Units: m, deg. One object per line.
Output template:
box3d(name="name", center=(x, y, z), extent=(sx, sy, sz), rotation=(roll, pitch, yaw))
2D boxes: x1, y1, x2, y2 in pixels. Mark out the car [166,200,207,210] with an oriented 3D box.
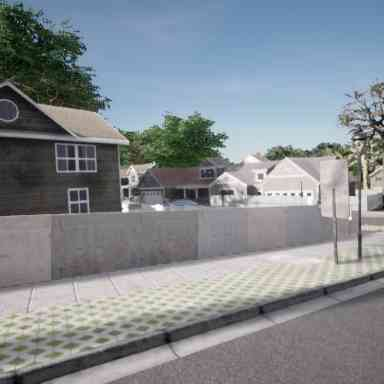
box3d(name="car", center=(-0.599, 1.594, 35.395), extent=(5.008, 1.535, 1.882), rotation=(0, 3, 42))
